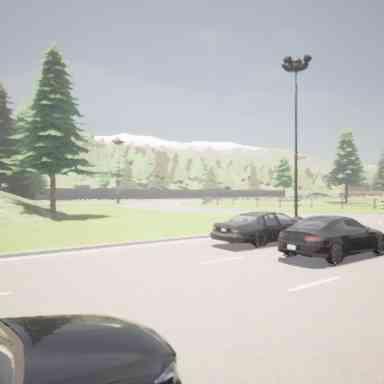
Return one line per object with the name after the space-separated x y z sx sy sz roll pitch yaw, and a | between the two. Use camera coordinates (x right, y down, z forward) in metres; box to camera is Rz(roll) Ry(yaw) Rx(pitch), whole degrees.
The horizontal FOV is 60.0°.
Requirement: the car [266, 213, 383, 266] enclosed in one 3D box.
4.937 1.533 11.572 4.674 1.442 1.812 0 0 -35 | car

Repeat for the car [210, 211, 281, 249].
3.302 1.555 14.702 5.357 1.411 2.033 0 0 -35 | car

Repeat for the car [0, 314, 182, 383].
-2.227 1.525 2.157 4.674 1.442 1.812 0 0 -35 | car
